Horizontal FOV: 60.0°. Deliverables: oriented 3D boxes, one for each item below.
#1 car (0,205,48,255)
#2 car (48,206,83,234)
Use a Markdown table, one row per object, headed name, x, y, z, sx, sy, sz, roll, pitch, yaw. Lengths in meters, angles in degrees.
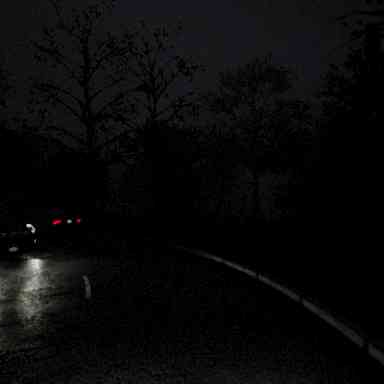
| name | x | y | z | sx | sy | sz | roll | pitch | yaw |
| --- | --- | --- | --- | --- | --- | --- | --- | --- | --- |
| car | -7.604 | 1.178 | 11.976 | 4.553 | 1.767 | 2.097 | 3 | 1 | 33 |
| car | -7.897 | 1.343 | 16.599 | 5.357 | 1.411 | 2.033 | 2 | 0 | 29 |
